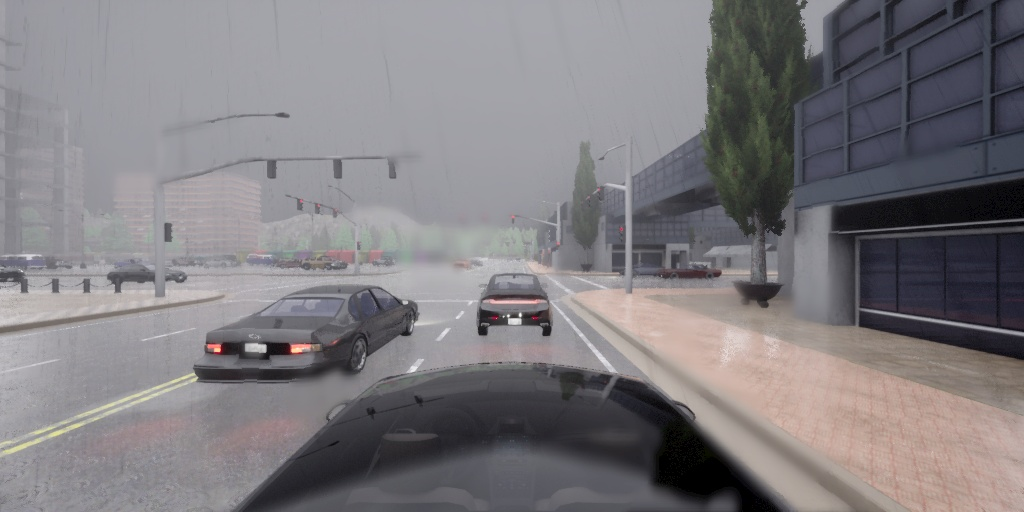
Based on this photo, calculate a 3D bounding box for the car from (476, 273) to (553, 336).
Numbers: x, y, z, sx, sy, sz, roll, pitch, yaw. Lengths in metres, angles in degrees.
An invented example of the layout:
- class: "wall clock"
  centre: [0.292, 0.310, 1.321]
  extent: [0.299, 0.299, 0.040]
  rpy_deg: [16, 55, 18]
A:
- class: "car"
  centre: [0.068, 1.242, 10.382]
  extent: [2.128, 1.511, 4.902]
  rpy_deg: [0, 0, 0]

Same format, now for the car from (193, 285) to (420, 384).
- class: "car"
  centre: [-3.437, 1.297, 7.352]
  extent: [2.033, 1.411, 5.357]
  rpy_deg: [0, 0, 0]

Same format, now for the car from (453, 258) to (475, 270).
- class: "car"
  centre: [-7.053, 1.101, 51.440]
  extent: [2.097, 1.767, 4.553]
  rpy_deg: [0, 0, 1]

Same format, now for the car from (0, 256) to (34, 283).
- class: "car"
  centre: [-38.011, 1.102, 25.594]
  extent: [4.553, 1.767, 2.097]
  rpy_deg: [0, 0, 0]

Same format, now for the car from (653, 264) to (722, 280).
- class: "car"
  centre: [14.765, 1.351, 30.093]
  extent: [4.718, 1.301, 1.895]
  rpy_deg: [0, 0, 0]

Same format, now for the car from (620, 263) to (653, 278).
- class: "car"
  centre: [12.276, 1.314, 33.602]
  extent: [4.181, 1.385, 1.994]
  rpy_deg: [0, 0, 0]

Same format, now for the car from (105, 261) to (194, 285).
- class: "car"
  centre: [-26.030, 1.276, 25.626]
  extent: [4.674, 1.442, 1.812]
  rpy_deg: [0, 0, 0]
